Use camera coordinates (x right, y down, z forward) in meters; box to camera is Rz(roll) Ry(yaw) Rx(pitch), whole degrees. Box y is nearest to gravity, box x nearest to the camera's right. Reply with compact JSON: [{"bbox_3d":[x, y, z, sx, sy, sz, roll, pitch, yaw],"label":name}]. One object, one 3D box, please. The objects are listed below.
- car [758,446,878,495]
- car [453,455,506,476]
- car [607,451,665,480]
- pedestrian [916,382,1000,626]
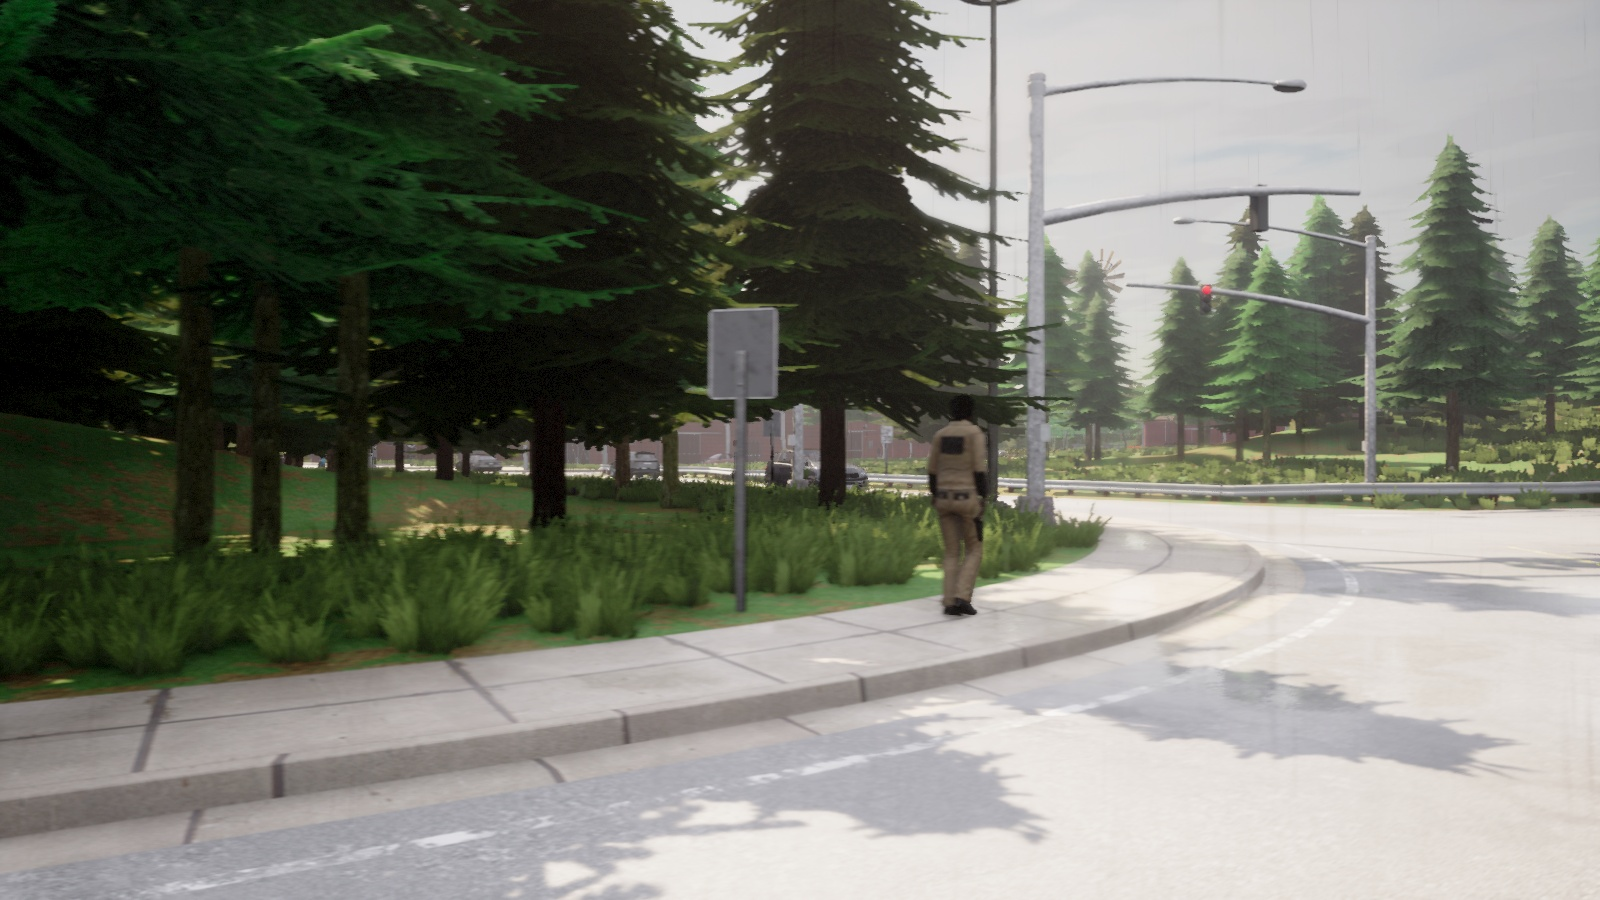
[{"bbox_3d":[0.571,0.706,45.278,2.242,1.667,4.611,0,0,-31],"label":"car"},{"bbox_3d":[-22.613,1.089,88.399,2.033,1.411,5.357,0,0,-33],"label":"car"},{"bbox_3d":[-9.844,0.892,74.931,2.033,1.649,4.856,0,0,-26],"label":"car"},{"bbox_3d":[1.306,0.431,10.339,0.396,1.930,0.692,0,0,36],"label":"pedestrian"}]
